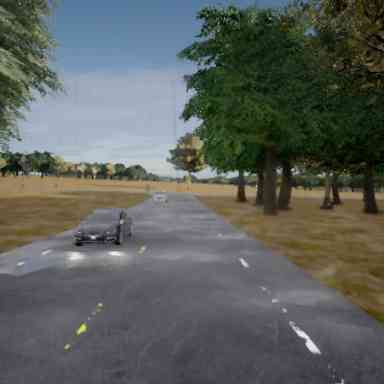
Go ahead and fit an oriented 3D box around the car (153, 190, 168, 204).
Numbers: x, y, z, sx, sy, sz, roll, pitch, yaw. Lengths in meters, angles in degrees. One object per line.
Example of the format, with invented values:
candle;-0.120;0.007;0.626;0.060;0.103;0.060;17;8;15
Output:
car;-5.240;0.790;55.524;2.150;2.045;5.566;0;1;-1

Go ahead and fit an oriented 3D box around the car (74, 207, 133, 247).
car;-3.856;1.493;15.176;1.837;1.490;4.892;0;0;-2
